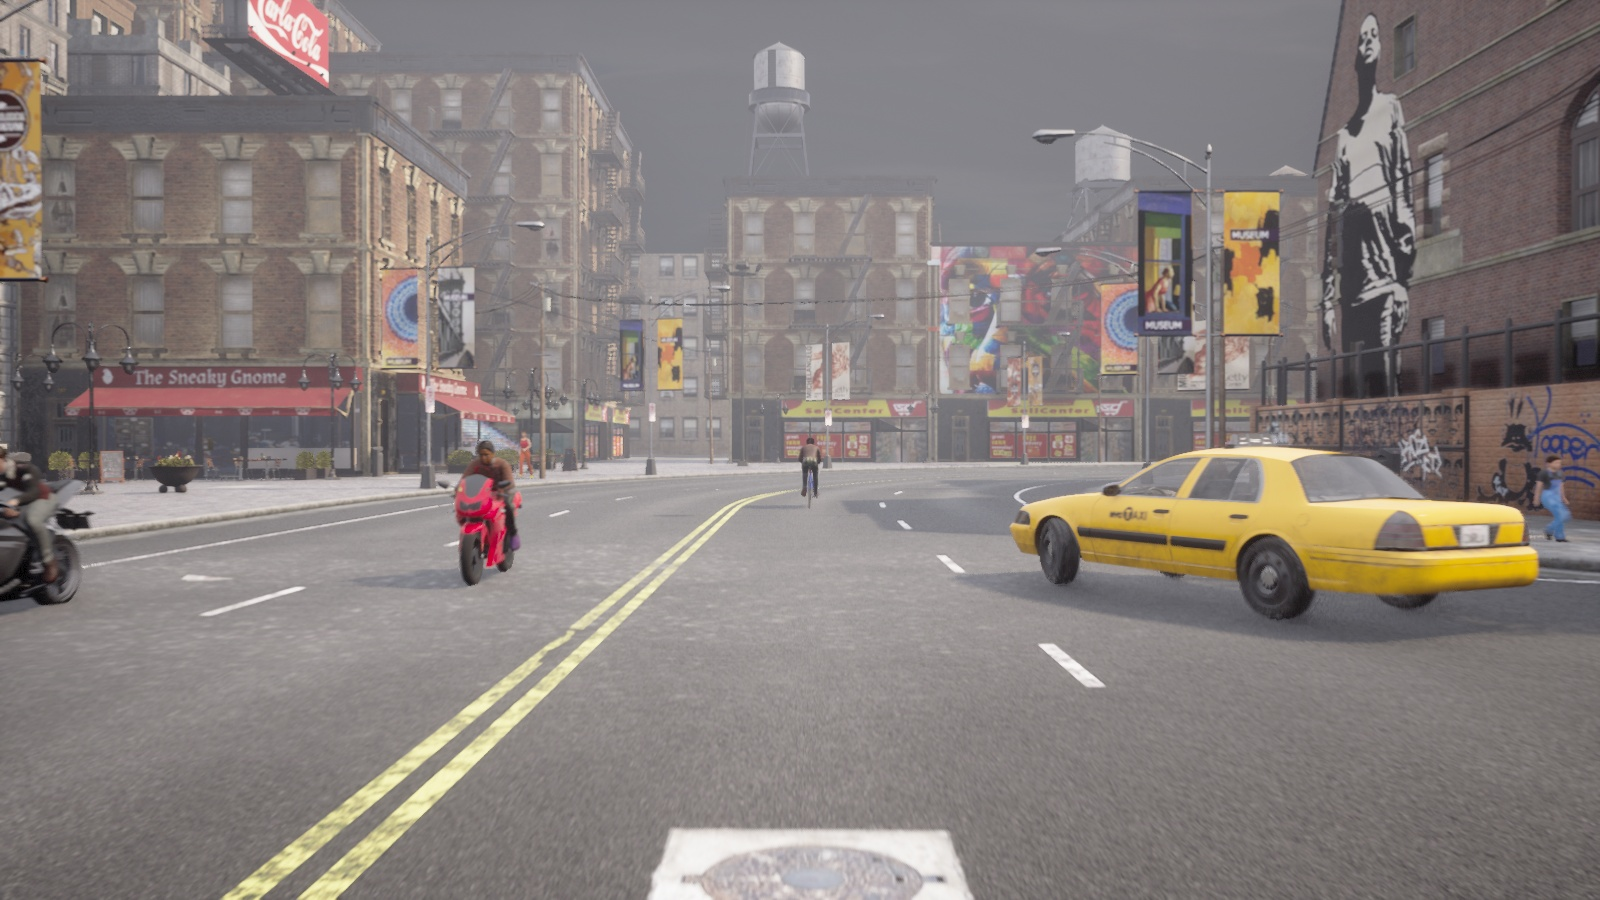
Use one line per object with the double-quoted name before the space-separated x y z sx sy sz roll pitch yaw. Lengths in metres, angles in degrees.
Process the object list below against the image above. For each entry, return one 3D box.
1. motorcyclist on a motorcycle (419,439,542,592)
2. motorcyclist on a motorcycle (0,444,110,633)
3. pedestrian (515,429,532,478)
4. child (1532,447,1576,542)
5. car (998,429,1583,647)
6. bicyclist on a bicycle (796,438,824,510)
"motorcyclist on a motorcycle" -3.406 0.649 13.580 0.797 1.523 2.044 0 0 0
"motorcyclist on a motorcycle" -6.922 0.716 10.708 0.866 1.530 2.191 0 0 0
"pedestrian" -10.418 0.128 47.356 0.345 1.836 0.594 0 0 20
"child" 10.178 0.596 16.956 0.270 1.263 0.437 0 0 -20
"car" 4.172 0.622 11.892 1.801 1.575 5.366 0 0 -26
"bicyclist on a bicycle" 0.245 0.535 29.217 0.582 1.620 1.656 0 0 2
